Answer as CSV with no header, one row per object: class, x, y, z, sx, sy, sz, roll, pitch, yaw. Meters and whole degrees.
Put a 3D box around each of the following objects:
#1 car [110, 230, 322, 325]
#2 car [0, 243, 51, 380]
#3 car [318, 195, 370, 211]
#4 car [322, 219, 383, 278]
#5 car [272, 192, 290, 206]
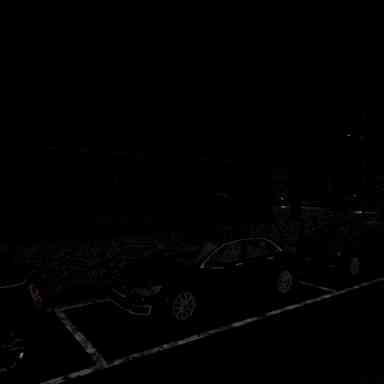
car,0.485,1.550,6.993,4.403,1.369,2.008,0,0,-35
car,-3.960,1.440,3.827,4.097,1.590,1.967,0,0,-35
car,15.432,1.129,33.971,1.882,1.535,5.008,0,1,-35
car,4.930,1.543,10.159,4.507,1.381,1.887,0,0,-35
car,10.182,0.828,41.316,2.097,1.767,4.553,0,1,-35
